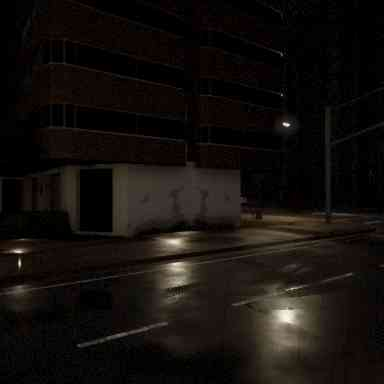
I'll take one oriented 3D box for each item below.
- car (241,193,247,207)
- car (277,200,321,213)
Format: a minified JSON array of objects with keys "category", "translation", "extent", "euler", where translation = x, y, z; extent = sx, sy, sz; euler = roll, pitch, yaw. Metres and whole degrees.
[{"category":"car","translation":[6.159,1.222,51.964],"extent":[2.150,2.045,5.566],"euler":[0,0,-36]},{"category":"car","translation":[12.021,1.600,37.578],"extent":[1.895,1.301,4.718],"euler":[0,0,-36]}]
